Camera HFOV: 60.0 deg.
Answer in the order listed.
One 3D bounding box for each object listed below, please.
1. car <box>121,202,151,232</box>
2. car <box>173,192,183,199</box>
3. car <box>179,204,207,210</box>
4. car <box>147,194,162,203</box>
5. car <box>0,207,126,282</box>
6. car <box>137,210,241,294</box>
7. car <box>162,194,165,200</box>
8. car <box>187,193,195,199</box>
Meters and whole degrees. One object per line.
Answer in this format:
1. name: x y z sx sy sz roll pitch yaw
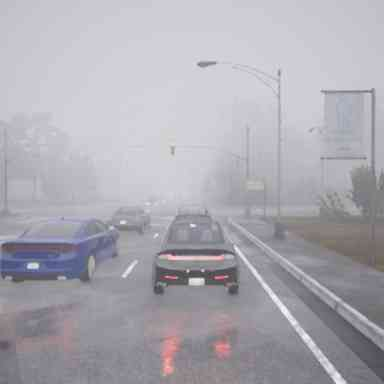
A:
1. car: -3.454 1.478 18.637 1.994 1.385 4.181 0 0 0
2. car: -3.752 1.079 85.449 1.882 1.535 5.008 0 0 0
3. car: 0.047 1.394 18.134 1.882 1.535 5.008 0 0 0
4. car: -7.230 1.220 61.899 1.837 1.490 4.892 0 0 0
5. car: -3.427 1.433 9.641 1.882 1.535 5.008 0 0 0
6. car: 0.077 1.451 8.639 2.128 1.511 4.902 0 0 0
7. car: -7.228 1.144 77.476 1.837 1.490 4.892 0 0 0
8. car: -0.253 1.124 85.843 2.128 1.511 4.902 0 0 0
